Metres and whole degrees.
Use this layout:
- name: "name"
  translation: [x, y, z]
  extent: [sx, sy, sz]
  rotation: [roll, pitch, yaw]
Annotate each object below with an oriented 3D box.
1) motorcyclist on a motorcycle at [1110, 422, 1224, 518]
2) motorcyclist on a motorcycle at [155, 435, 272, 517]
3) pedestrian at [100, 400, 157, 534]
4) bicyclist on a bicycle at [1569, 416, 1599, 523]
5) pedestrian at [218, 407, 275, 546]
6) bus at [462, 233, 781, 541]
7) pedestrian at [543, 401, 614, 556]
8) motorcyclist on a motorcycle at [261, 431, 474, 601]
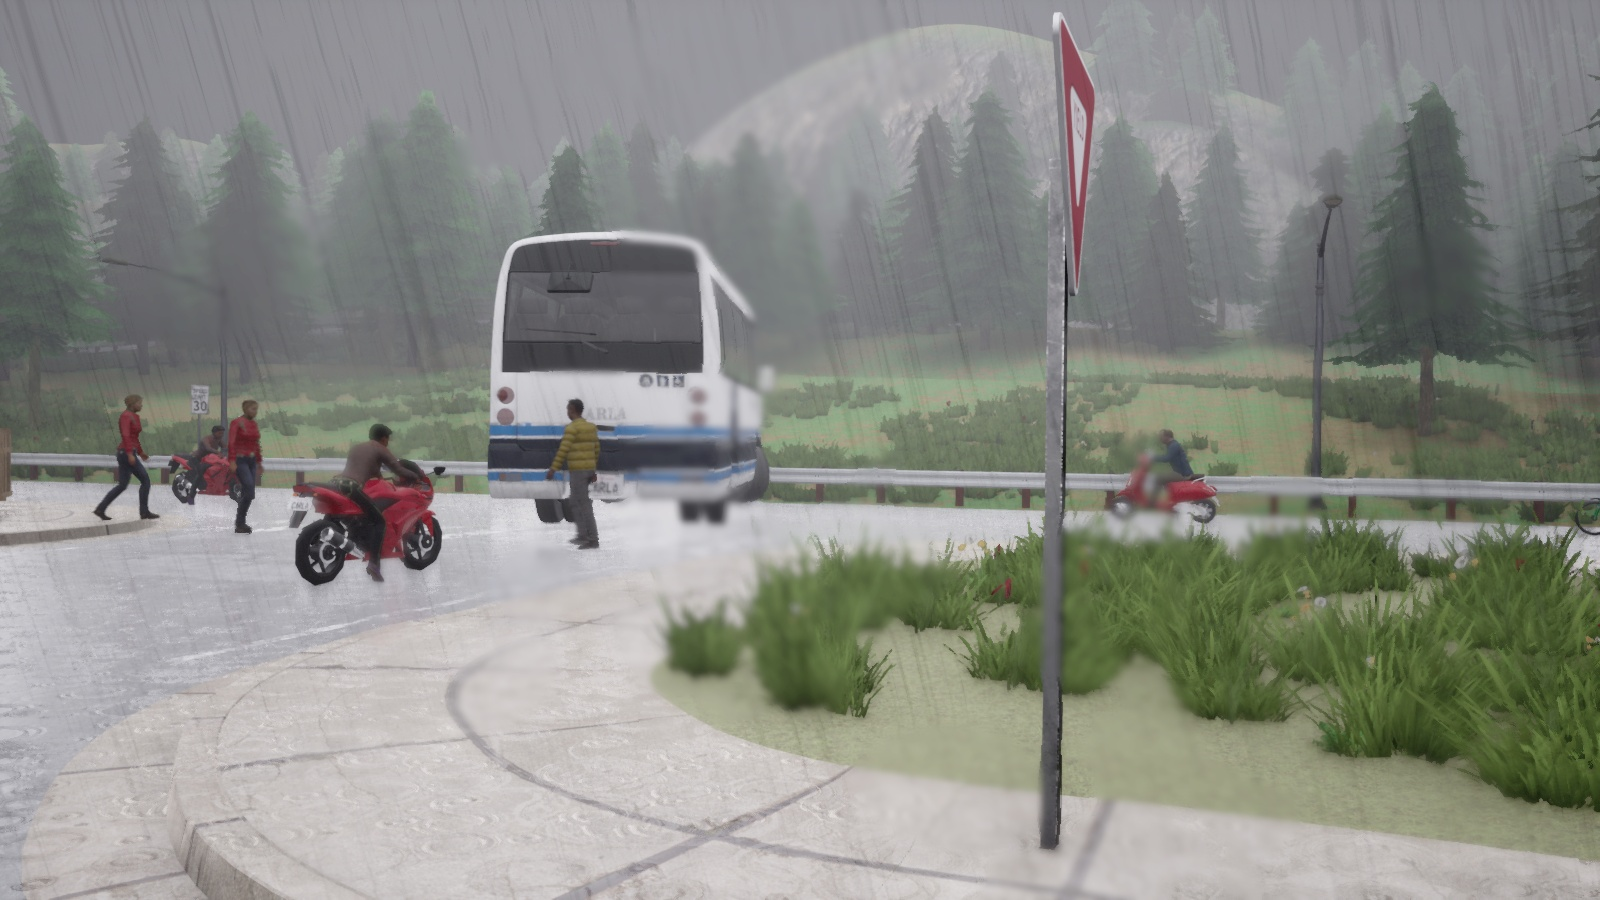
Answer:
- name: "motorcyclist on a motorcycle"
  translation: [6.286, 0.334, 21.513]
  extent: [1.817, 1.590, 0.866]
  rotation: [0, 1, 20]
- name: "motorcyclist on a motorcycle"
  translation: [-11.264, 0.486, 24.119]
  extent: [2.044, 1.523, 0.797]
  rotation: [0, 1, 20]
- name: "pedestrian"
  translation: [-9.442, 0.231, 17.667]
  extent: [0.636, 1.846, 0.331]
  rotation: [-1, 1, -19]
- name: "bicyclist on a bicycle"
  translation: [12.717, 0.291, 19.193]
  extent: [1.509, 1.612, 0.866]
  rotation: [0, 1, 20]
- name: "pedestrian"
  translation: [-7.453, 0.353, 16.917]
  extent: [0.636, 1.846, 0.331]
  rotation: [0, 1, 21]
- name: "bus"
  translation: [-2.561, -0.927, 22.617]
  extent: [3.944, 4.253, 10.273]
  rotation: [0, 1, 2]
- name: "pedestrian"
  translation: [-2.695, 0.333, 15.259]
  extent: [0.709, 1.840, 0.431]
  rotation: [0, 1, 27]
- name: "motorcyclist on a motorcycle"
  translation: [-4.199, 0.582, 12.387]
  extent: [0.797, 1.523, 2.044]
  rotation: [0, 1, 23]
